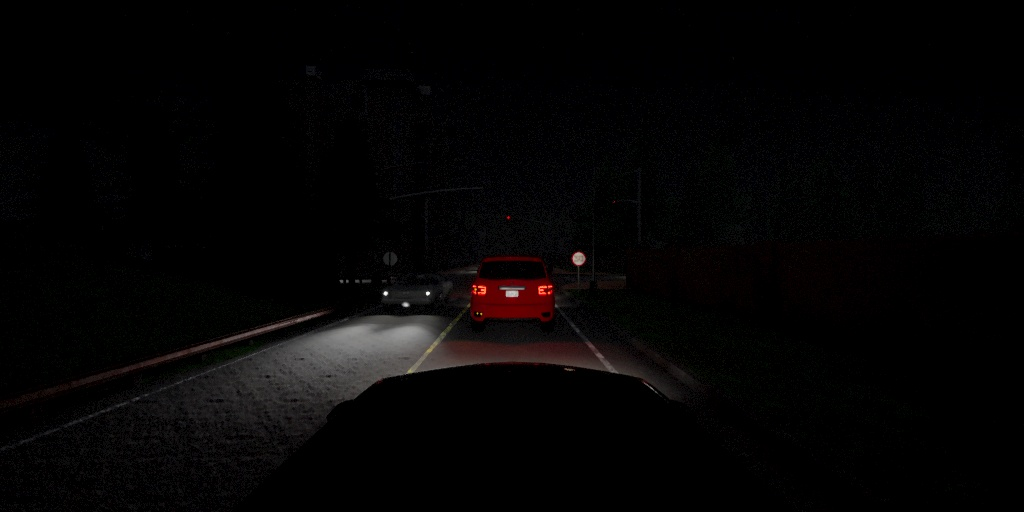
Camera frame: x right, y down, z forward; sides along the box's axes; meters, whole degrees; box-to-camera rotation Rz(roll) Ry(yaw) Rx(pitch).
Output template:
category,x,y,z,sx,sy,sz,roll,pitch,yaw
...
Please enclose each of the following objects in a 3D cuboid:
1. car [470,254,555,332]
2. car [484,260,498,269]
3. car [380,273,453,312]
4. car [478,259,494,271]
category,x,y,z,sx,sy,sz,roll,pitch,yaw
car,0.051,0.976,11.018,2.150,2.045,5.566,0,0,1
car,-3.520,1.342,59.993,1.994,1.385,4.181,0,0,1
car,-3.630,1.357,14.404,1.895,1.301,4.718,0,0,-1
car,-3.544,1.251,50.068,1.882,1.535,5.008,0,0,0
